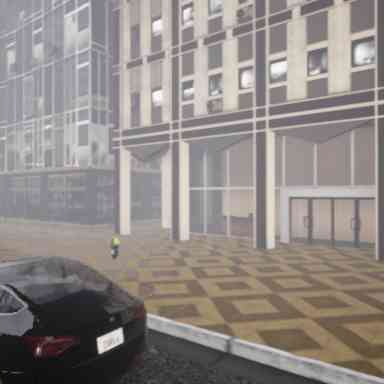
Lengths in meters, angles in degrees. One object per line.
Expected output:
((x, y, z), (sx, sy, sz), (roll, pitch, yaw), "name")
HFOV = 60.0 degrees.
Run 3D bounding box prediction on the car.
((-2.541, 1.602, 4.684), (4.313, 1.339, 1.947), (-1, 0, 36), "car")
